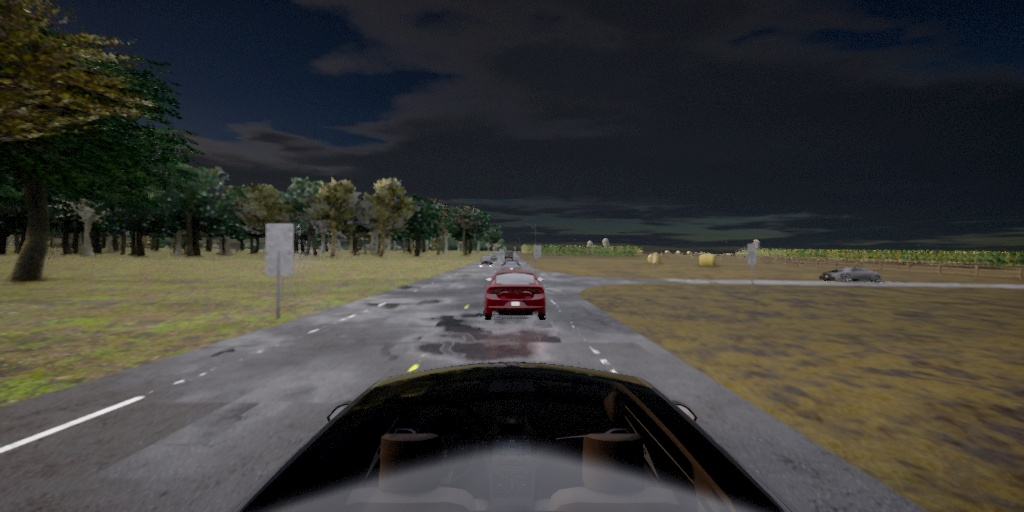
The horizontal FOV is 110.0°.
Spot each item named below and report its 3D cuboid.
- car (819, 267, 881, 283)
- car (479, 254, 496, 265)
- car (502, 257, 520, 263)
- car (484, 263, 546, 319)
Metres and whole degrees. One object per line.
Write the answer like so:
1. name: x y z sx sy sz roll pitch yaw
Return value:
1. car: 29.404 1.630 31.257 4.181 1.385 1.994 1 -1 0
2. car: -3.974 0.665 56.769 1.837 1.490 4.892 0 1 0
3. car: -0.080 1.072 33.550 1.994 1.385 4.181 0 1 -1
4. car: 0.094 1.201 12.724 1.882 1.535 5.008 0 0 0
